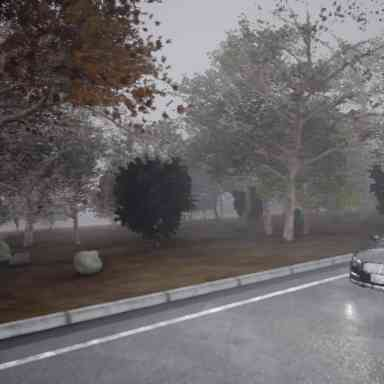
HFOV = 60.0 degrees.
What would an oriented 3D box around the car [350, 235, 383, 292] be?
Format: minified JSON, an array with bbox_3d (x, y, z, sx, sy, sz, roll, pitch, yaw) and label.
[{"bbox_3d":[5.779,1.492,8.116,4.902,1.511,2.128,0,0,-36],"label":"car"}]
